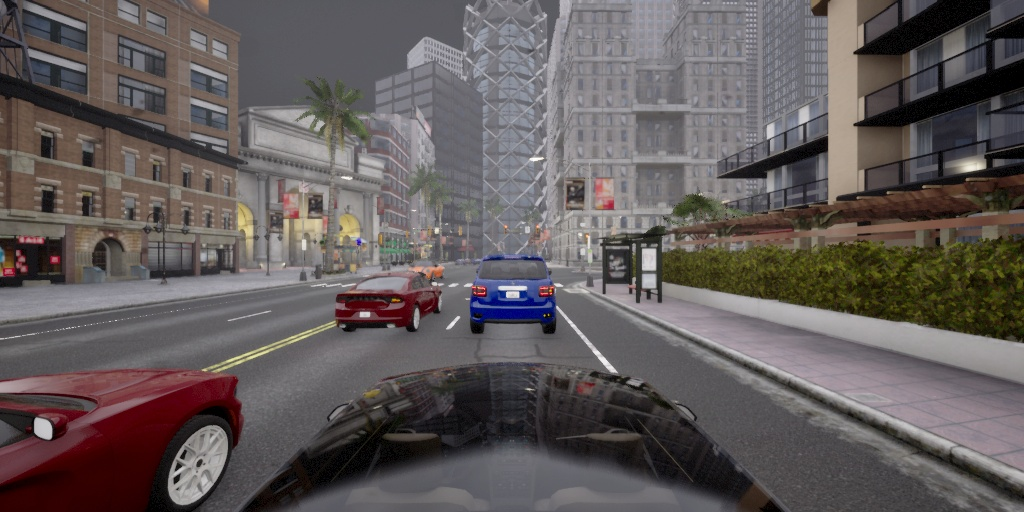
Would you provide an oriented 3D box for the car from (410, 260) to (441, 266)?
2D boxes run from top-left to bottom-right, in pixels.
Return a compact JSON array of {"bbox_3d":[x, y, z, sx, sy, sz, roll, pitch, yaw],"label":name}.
[{"bbox_3d":[-6.879,1.102,28.418,2.097,1.767,4.553,0,0,4],"label":"car"}]

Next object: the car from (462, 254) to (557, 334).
[{"bbox_3d":[0.054,0.971,10.804,2.150,2.045,5.566,0,0,1],"label":"car"}]

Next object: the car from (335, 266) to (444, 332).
[{"bbox_3d":[-3.441,1.228,10.914,1.882,1.535,5.008,0,0,0],"label":"car"}]

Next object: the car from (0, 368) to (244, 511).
[{"bbox_3d":[-3.390,1.228,1.236,1.882,1.535,5.008,0,0,0],"label":"car"}]
